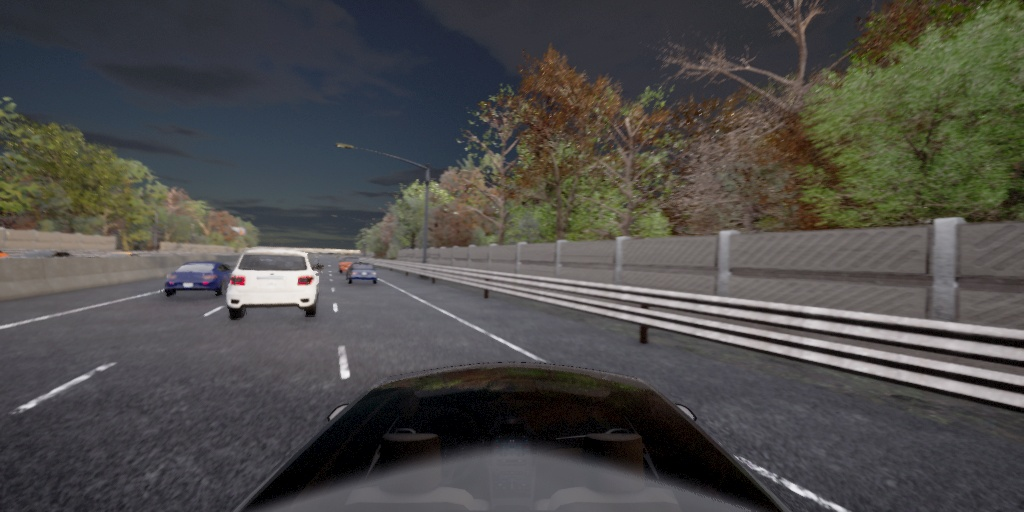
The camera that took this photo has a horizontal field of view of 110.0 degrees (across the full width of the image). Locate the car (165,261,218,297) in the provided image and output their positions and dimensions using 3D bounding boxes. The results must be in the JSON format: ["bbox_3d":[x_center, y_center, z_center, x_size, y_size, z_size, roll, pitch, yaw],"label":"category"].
[{"bbox_3d":[-13.729,0.951,16.108,1.812,1.442,4.674,2,-1,-27],"label":"car"}]

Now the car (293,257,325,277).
[{"bbox_3d":[-17.370,0.942,30.864,2.128,1.511,4.902,2,-1,-27],"label":"car"}]

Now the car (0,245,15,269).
[{"bbox_3d":[-38.207,0.048,25.108,2.097,1.767,4.553,2,-1,-27],"label":"car"}]

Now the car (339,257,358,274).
[{"bbox_3d":[-16.774,0.889,37.287,2.097,1.767,4.553,2,-1,-27],"label":"car"}]

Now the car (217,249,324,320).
[{"bbox_3d":[-7.710,0.810,12.059,2.150,2.045,5.566,2,-1,-27],"label":"car"}]

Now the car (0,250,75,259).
[{"bbox_3d":[-35.328,0.319,27.146,1.837,1.490,4.892,2,-1,-27],"label":"car"}]

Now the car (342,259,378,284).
[{"bbox_3d":[-10.691,1.167,25.481,2.033,1.411,5.357,2,-1,-27],"label":"car"}]

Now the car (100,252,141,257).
[{"bbox_3d":[-33.035,0.403,30.341,1.882,1.535,5.008,2,-1,-27],"label":"car"}]
